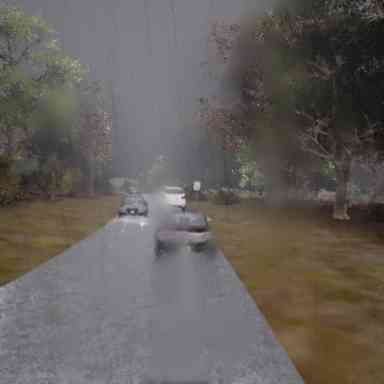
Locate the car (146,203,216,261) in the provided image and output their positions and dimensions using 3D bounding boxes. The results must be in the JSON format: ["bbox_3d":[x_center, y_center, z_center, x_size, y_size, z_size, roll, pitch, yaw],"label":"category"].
[{"bbox_3d":[-0.274,1.369,11.755,2.128,1.511,4.902,0,1,-3],"label":"car"}]

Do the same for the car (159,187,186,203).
[{"bbox_3d":[-1.851,0.537,30.600,2.150,2.045,5.566,1,2,-7],"label":"car"}]

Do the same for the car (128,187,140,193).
[{"bbox_3d":[-11.246,-0.207,64.306,2.128,1.511,4.902,1,1,-14],"label":"car"}]

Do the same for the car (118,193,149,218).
[{"bbox_3d":[-4.099,1.041,23.847,1.994,1.385,4.181,1,2,-6],"label":"car"}]
